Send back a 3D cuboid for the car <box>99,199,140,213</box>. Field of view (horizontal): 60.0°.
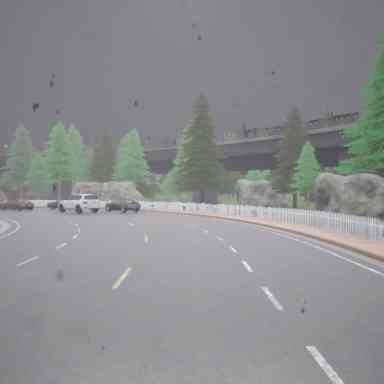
[{"bbox_3d":[-7.631,1.491,36.284,2.128,1.511,4.902,0,0,-45],"label":"car"}]

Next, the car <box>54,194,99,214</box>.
[{"bbox_3d":[-12.211,1.221,35.889,5.566,2.045,2.150,0,0,39],"label":"car"}]

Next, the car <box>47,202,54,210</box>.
[{"bbox_3d":[-16.006,1.547,42.434,5.357,1.411,2.033,0,0,27],"label":"car"}]

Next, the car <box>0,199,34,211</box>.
[{"bbox_3d":[-21.565,1.564,40.854,4.181,1.385,1.994,0,0,20],"label":"car"}]
